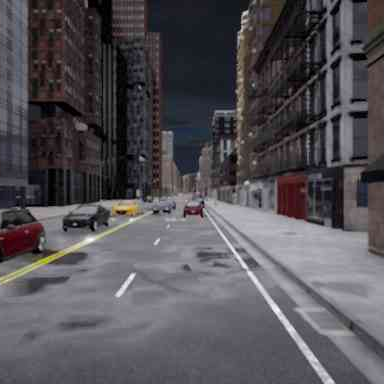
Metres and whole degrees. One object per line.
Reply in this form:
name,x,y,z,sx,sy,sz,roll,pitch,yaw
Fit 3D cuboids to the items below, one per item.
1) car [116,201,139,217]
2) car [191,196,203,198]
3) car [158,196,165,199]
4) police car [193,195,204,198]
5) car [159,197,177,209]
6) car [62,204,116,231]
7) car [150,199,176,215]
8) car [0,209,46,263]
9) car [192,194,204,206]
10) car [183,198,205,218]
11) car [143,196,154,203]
car,-6.510,1.610,33.121,1.882,1.535,5.008,0,0,0
car,0.113,1.679,42.549,1.837,1.490,4.892,0,0,0
car,-6.463,1.761,74.609,1.837,1.490,4.892,0,0,0
police car,1.001,1.643,52.209,1.930,1.638,5.238,0,0,0
car,-3.130,1.740,46.738,2.033,1.411,5.357,0,0,0
car,-6.578,1.561,21.222,1.882,1.535,5.008,0,0,0
car,-3.132,1.746,35.906,1.895,1.301,4.718,0,0,0
car,-6.591,1.394,10.753,2.097,1.767,4.553,0,0,0
car,1.006,1.489,62.130,2.150,2.045,5.566,0,0,0
car,0.116,1.607,32.225,1.882,1.535,5.008,0,0,0
car,-9.713,1.738,74.610,1.882,1.535,5.008,0,0,0
